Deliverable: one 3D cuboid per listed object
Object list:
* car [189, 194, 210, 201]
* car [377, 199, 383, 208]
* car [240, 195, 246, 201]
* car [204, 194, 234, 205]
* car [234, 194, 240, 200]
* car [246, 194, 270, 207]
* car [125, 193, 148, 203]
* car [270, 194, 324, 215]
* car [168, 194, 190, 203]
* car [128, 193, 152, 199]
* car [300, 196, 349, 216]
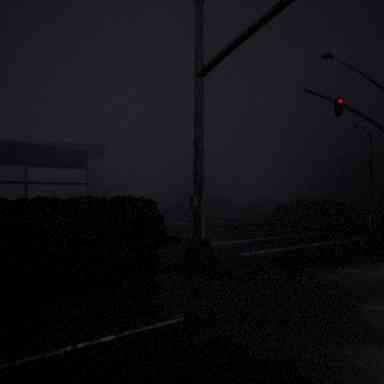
[{"bbox_3d":[1.836,1.310,77.037,4.514,1.523,2.007,0,0,-35],"label":"car"},{"bbox_3d":[25.800,1.397,43.297,3.806,1.475,1.970,0,0,-35],"label":"car"},{"bbox_3d":[13.662,1.168,73.023,5.027,1.636,2.152,0,0,-35],"label":"car"},{"bbox_3d":[4.206,1.307,55.000,4.514,1.523,2.007,0,0,-35],"label":"car"},{"bbox_3d":[9.709,1.246,78.090,3.806,1.475,1.970,0,0,-35],"label":"car"},{"bbox_3d":[9.913,1.329,46.797,3.633,1.501,1.845,0,0,-35],"label":"car"},{"bbox_3d":[-10.697,1.084,63.773,3.866,1.878,1.905,0,0,-35],"label":"car"},{"bbox_3d":[10.439,1.338,32.692,5.027,1.636,2.152,0,0,-35],"label":"car"},{"bbox_3d":[-2.369,1.107,65.604,4.605,1.855,1.932,0,0,-35],"label":"car"},{"bbox_3d":[-9.287,1.368,60.700,3.806,1.475,1.970,0,0,-35],"label":"car"},{"bbox_3d":[12.284,1.347,30.155,4.514,1.523,2.007,0,0,-35],"label":"car"}]
